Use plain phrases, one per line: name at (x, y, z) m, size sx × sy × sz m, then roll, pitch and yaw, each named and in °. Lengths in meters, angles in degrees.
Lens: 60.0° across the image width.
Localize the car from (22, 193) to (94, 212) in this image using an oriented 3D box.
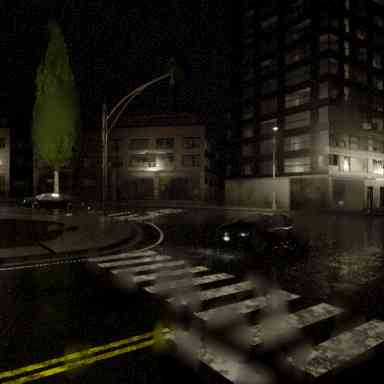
car at (-10.581, 0.786, 26.271) m, size 5.357 × 1.411 × 2.033 m, roll 1°, pitch 0°, yaw 11°

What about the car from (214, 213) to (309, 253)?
car at (2.930, 1.580, 13.734) m, size 4.181 × 1.385 × 1.994 m, roll 0°, pitch 0°, yaw -35°
